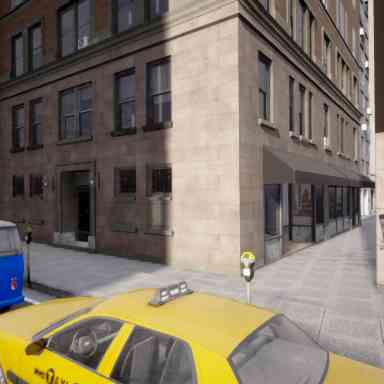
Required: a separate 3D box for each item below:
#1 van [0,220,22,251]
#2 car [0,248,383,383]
[{"bbox_3d":[-4.877,1.342,6.351,3.998,1.788,1.690,0,-1,36],"label":"van"},{"bbox_3d":[-0.402,1.526,3.147,4.829,1.417,1.752,0,-1,36],"label":"car"}]
